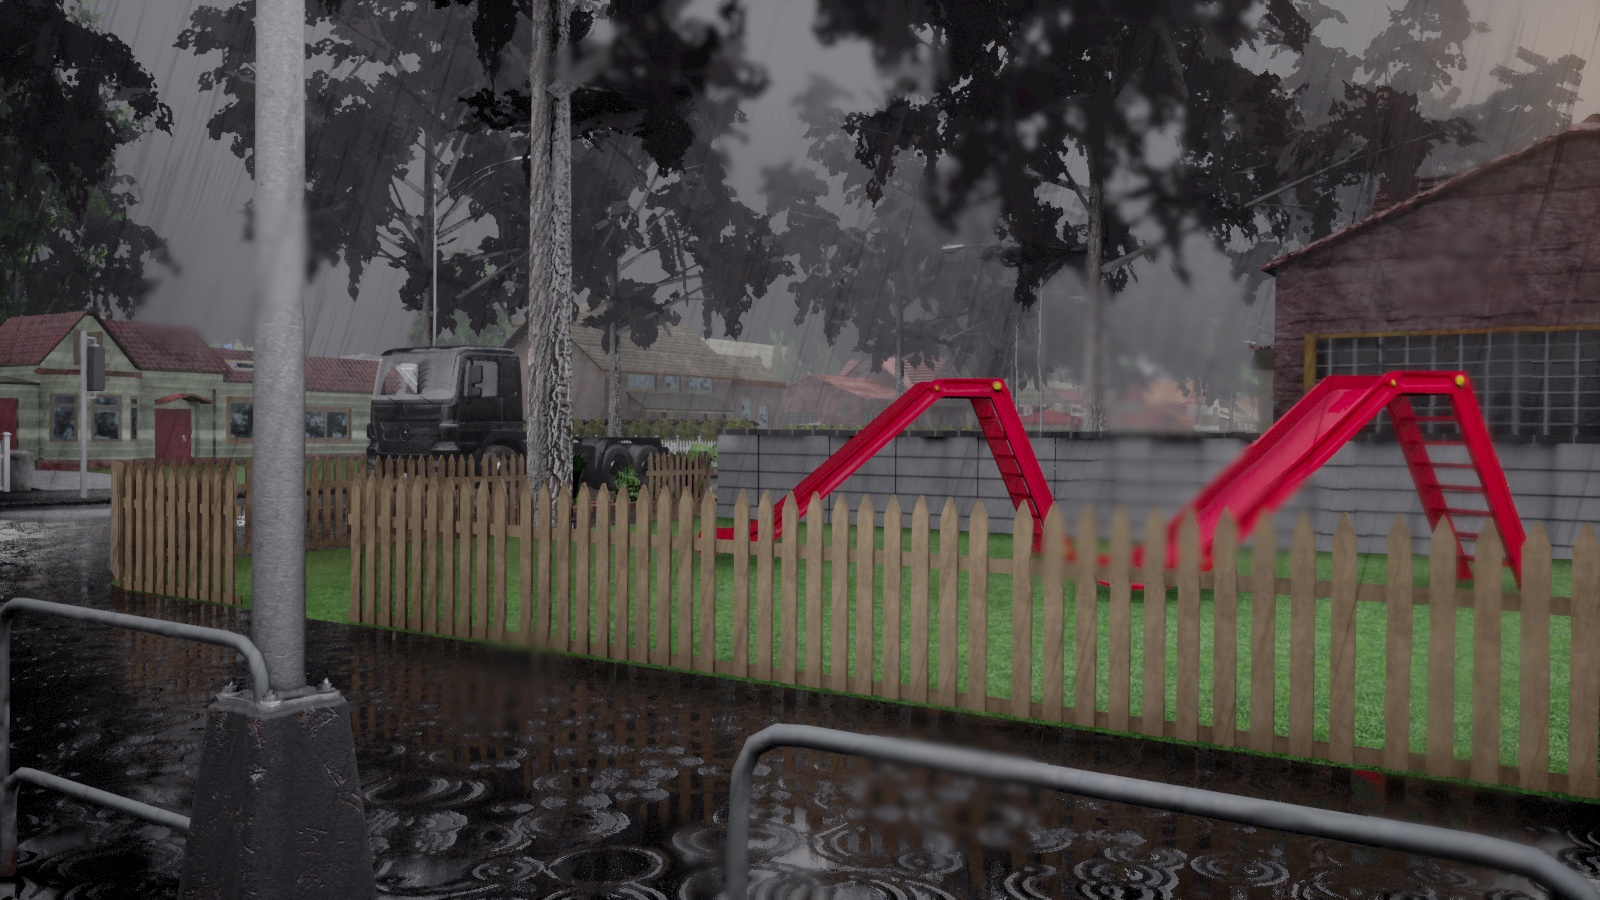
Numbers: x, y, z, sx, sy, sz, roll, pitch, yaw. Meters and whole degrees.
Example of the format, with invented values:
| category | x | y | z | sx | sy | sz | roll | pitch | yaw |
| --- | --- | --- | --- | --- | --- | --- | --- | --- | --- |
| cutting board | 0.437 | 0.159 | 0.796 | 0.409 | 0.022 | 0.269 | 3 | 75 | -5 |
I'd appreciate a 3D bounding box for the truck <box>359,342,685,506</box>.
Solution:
| category | x | y | z | sx | sy | sz | roll | pitch | yaw |
| --- | --- | --- | --- | --- | --- | --- | --- | --- | --- |
| truck | -6.449 | -0.610 | 30.605 | 2.891 | 3.462 | 7.936 | 0 | 1 | 34 |
